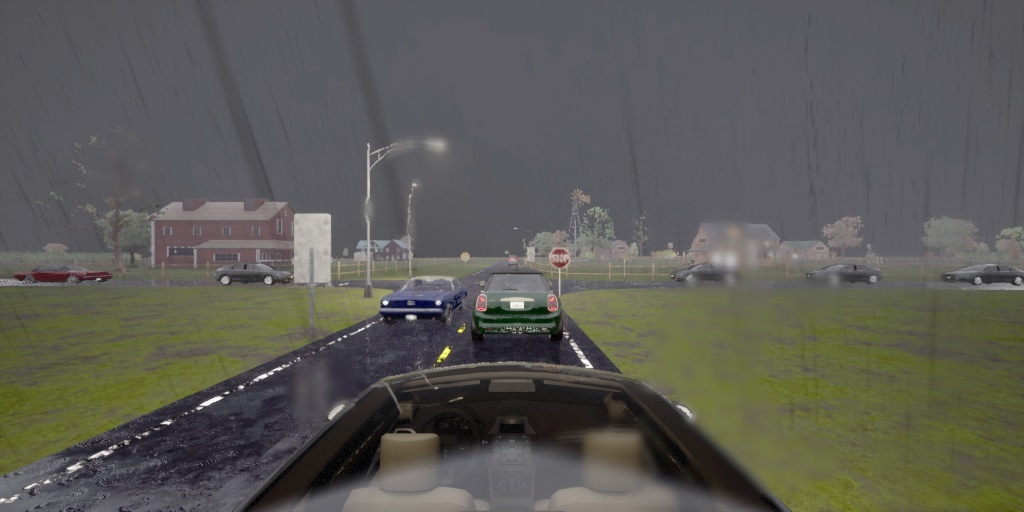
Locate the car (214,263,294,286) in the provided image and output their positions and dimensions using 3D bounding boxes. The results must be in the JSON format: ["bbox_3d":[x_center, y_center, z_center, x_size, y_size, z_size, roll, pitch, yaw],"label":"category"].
[{"bbox_3d":[-17.378,1.201,24.380,4.892,1.490,1.837,0,0,1],"label":"car"}]

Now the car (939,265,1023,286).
[{"bbox_3d":[35.165,1.383,26.812,4.892,1.490,1.837,0,0,1],"label":"car"}]

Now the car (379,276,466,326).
[{"bbox_3d":[-2.683,1.349,11.886,1.895,1.301,4.718,0,0,1],"label":"car"}]

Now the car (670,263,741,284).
[{"bbox_3d":[14.523,1.299,27.024,4.892,1.490,1.837,0,0,1],"label":"car"}]

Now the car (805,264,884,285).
[{"bbox_3d":[24.862,1.338,26.922,4.892,1.490,1.837,0,0,1],"label":"car"}]

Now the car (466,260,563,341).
[{"bbox_3d":[0.119,1.101,10.006,2.097,1.767,4.553,0,0,0],"label":"car"}]

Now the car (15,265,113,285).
[{"bbox_3d":[-30.445,1.263,24.510,4.718,1.301,1.895,0,0,1],"label":"car"}]
